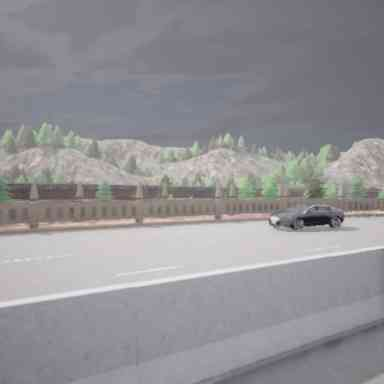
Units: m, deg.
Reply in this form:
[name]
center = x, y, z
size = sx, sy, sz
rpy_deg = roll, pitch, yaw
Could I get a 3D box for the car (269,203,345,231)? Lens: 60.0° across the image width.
[car]
center = 6.825, 1.431, 19.755
size = 4.902, 1.511, 2.128
rpy_deg = 0, 0, -25
